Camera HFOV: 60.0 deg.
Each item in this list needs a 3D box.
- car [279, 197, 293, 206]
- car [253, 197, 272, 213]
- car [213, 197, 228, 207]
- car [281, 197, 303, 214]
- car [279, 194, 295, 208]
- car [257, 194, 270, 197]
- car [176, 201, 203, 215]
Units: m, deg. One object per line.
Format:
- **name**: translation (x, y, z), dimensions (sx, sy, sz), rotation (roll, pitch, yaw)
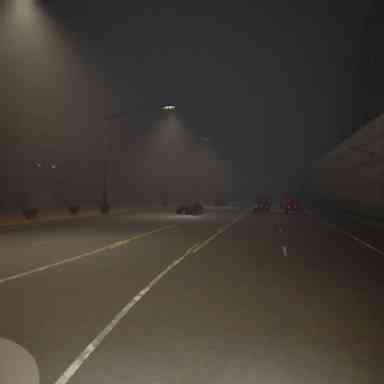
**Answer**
- **car**: translation (16.359, 1.654, 58.065), dimensions (2.128, 1.511, 4.902), rotation (0, 0, 14)
- **car**: translation (8.113, 1.655, 38.543), dimensions (2.033, 1.411, 5.357), rotation (0, 0, 14)
- **car**: translation (4.751, 1.635, 54.765), dimensions (1.882, 1.535, 5.008), rotation (0, 0, 14)
- **car**: translation (11.502, 1.653, 37.621), dimensions (2.033, 1.411, 5.357), rotation (0, 0, 14)
- **car**: translation (13.914, 1.356, 47.995), dimensions (2.150, 2.045, 5.566), rotation (0, 0, 14)
- **car**: translation (10.513, 1.357, 48.821), dimensions (2.150, 2.045, 5.566), rotation (0, 0, 14)
- **car**: translation (-0.163, 1.642, 34.940), dimensions (2.033, 1.411, 5.357), rotation (0, 0, 14)
